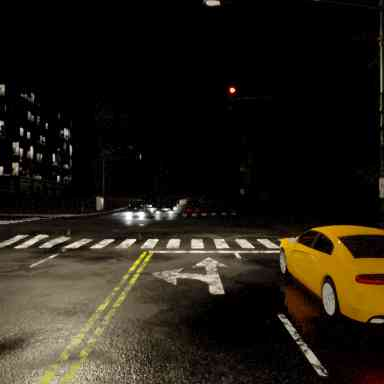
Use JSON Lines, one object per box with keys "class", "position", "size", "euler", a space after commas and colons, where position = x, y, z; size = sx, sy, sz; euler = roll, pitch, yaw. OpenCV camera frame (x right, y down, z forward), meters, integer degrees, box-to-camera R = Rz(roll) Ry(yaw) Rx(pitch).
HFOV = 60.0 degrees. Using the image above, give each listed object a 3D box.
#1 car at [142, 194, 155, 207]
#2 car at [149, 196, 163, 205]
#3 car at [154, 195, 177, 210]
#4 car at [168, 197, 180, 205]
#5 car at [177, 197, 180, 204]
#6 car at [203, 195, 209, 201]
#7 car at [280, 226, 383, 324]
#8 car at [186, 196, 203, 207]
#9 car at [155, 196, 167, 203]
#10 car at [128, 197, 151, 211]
{"class": "car", "position": [-6.597, 1.256, 50.882], "size": [2.150, 2.045, 5.566], "euler": [0, 0, 0]}
{"class": "car", "position": [-6.560, 1.519, 61.048], "size": [1.882, 1.535, 5.008], "euler": [0, 0, 0]}
{"class": "car", "position": [-3.346, 1.507, 42.519], "size": [1.882, 1.535, 5.008], "euler": [0, 0, 0]}
{"class": "car", "position": [-3.305, 1.590, 62.641], "size": [2.033, 1.411, 5.357], "euler": [0, 0, 0]}
{"class": "car", "position": [-3.340, 1.527, 51.710], "size": [2.128, 1.511, 4.902], "euler": [0, 0, 0]}
{"class": "car", "position": [3.253, 1.538, 82.727], "size": [1.882, 1.535, 5.008], "euler": [0, 0, 0]}
{"class": "car", "position": [3.362, 1.476, 7.351], "size": [1.882, 1.535, 5.008], "euler": [-1, 0, 0]}
{"class": "car", "position": [0.104, 1.527, 50.794], "size": [2.128, 1.511, 4.902], "euler": [0, 0, 0]}
{"class": "car", "position": [-6.497, 1.559, 71.253], "size": [2.128, 1.511, 4.902], "euler": [0, 0, 0]}
{"class": "car", "position": [-6.595, 1.629, 41.118], "size": [1.895, 1.301, 4.718], "euler": [0, 0, 0]}
